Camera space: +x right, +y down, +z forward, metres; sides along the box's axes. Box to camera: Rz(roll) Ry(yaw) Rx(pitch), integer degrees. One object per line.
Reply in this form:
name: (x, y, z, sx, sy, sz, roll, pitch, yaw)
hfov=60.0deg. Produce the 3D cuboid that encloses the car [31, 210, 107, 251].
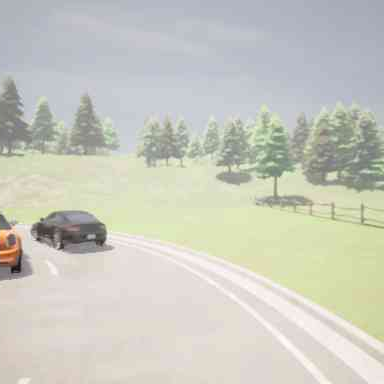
car: (-5.206, 1.464, 13.960, 1.812, 1.442, 4.674, 0, 0, -41)

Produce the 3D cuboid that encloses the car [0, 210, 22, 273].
car: (-6.444, 1.304, 10.020, 2.097, 1.767, 4.553, 0, 0, -32)
